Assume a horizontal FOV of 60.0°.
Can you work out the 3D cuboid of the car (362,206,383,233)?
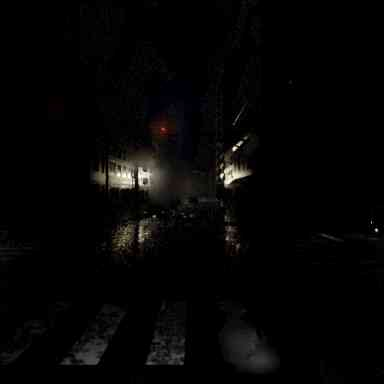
[{"bbox_3d":[11.369,1.379,15.706,5.357,1.411,2.033,-1,0,0],"label":"car"}]

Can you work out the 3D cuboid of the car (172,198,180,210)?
[{"bbox_3d":[-2.945,1.571,43.286,1.994,1.385,4.181,0,0,0],"label":"car"}]

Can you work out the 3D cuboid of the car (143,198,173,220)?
[{"bbox_3d":[-2.993,1.544,28.775,2.033,1.411,5.357,0,0,-1],"label":"car"}]

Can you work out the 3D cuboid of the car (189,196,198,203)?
[{"bbox_3d":[0.297,1.526,71.083,1.882,1.535,5.008,0,0,0],"label":"car"}]
